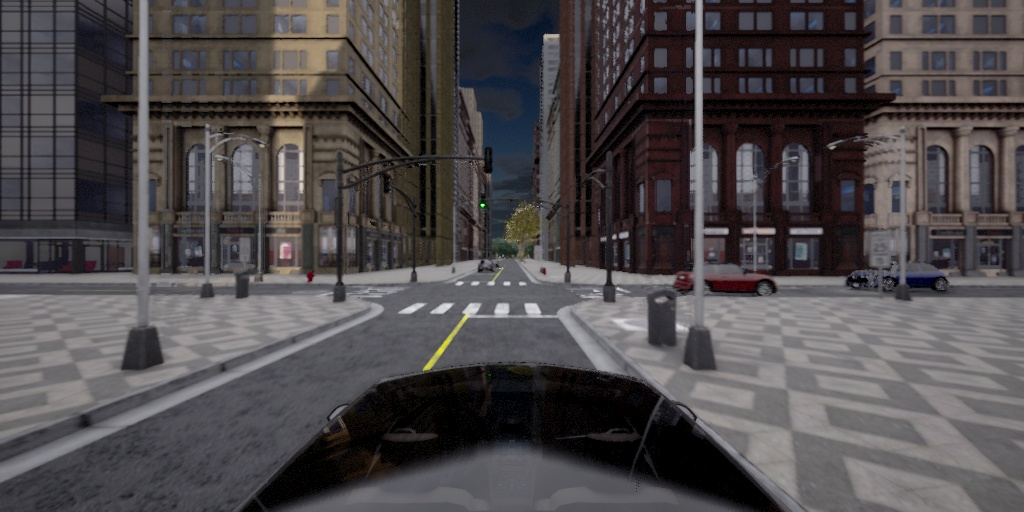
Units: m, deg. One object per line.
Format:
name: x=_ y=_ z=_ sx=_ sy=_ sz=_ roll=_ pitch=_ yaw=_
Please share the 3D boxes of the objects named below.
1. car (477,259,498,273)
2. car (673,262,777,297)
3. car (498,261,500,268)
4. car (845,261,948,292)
car: x=-3.067 y=1.221 z=42.931 sx=1.837 sy=1.490 sz=4.892 roll=0 pitch=0 yaw=0
car: x=10.804 y=1.113 z=18.300 sx=4.553 sy=1.767 sz=2.097 roll=0 pitch=0 yaw=0
car: x=-3.021 y=1.224 z=59.386 sx=1.837 sy=1.490 sz=4.892 roll=0 pitch=0 yaw=1
car: x=22.773 y=1.156 z=21.389 sx=4.553 sy=1.767 sz=2.097 roll=0 pitch=0 yaw=0
